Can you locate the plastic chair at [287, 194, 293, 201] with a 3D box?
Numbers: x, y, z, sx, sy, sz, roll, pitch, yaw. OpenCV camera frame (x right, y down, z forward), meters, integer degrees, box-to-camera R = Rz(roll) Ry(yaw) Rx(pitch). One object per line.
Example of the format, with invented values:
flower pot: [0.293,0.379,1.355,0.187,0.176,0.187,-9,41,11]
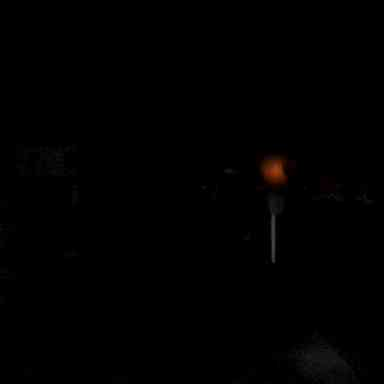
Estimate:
plastic chair: [18.894,1.039,63.960,0.730,1.271,0.750,2,-10,-40]

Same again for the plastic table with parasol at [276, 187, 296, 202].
plastic table with parasol: [17.855,0.442,63.087,2.482,2.480,2.482,-5,1,-39]
